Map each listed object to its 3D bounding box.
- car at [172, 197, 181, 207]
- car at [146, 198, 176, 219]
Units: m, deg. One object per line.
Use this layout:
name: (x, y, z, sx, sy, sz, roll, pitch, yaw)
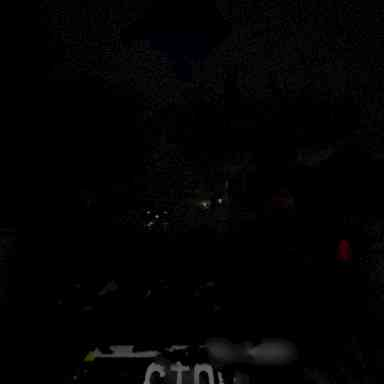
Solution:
car: (-2.814, 1.575, 53.853, 2.033, 1.411, 5.357, 0, 0, 0)
car: (-2.786, 1.560, 29.138, 2.033, 1.411, 5.357, 0, 0, 0)
